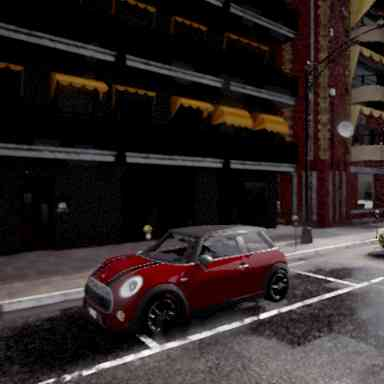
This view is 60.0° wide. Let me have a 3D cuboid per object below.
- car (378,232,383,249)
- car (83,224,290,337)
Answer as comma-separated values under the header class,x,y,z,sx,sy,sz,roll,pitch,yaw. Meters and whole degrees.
class,x,y,z,sx,sy,sz,roll,pitch,yaw
car,9.100,1.518,13.048,4.829,1.417,1.752,0,0,-35
car,0.017,1.437,6.570,4.097,1.590,1.967,0,0,-35
